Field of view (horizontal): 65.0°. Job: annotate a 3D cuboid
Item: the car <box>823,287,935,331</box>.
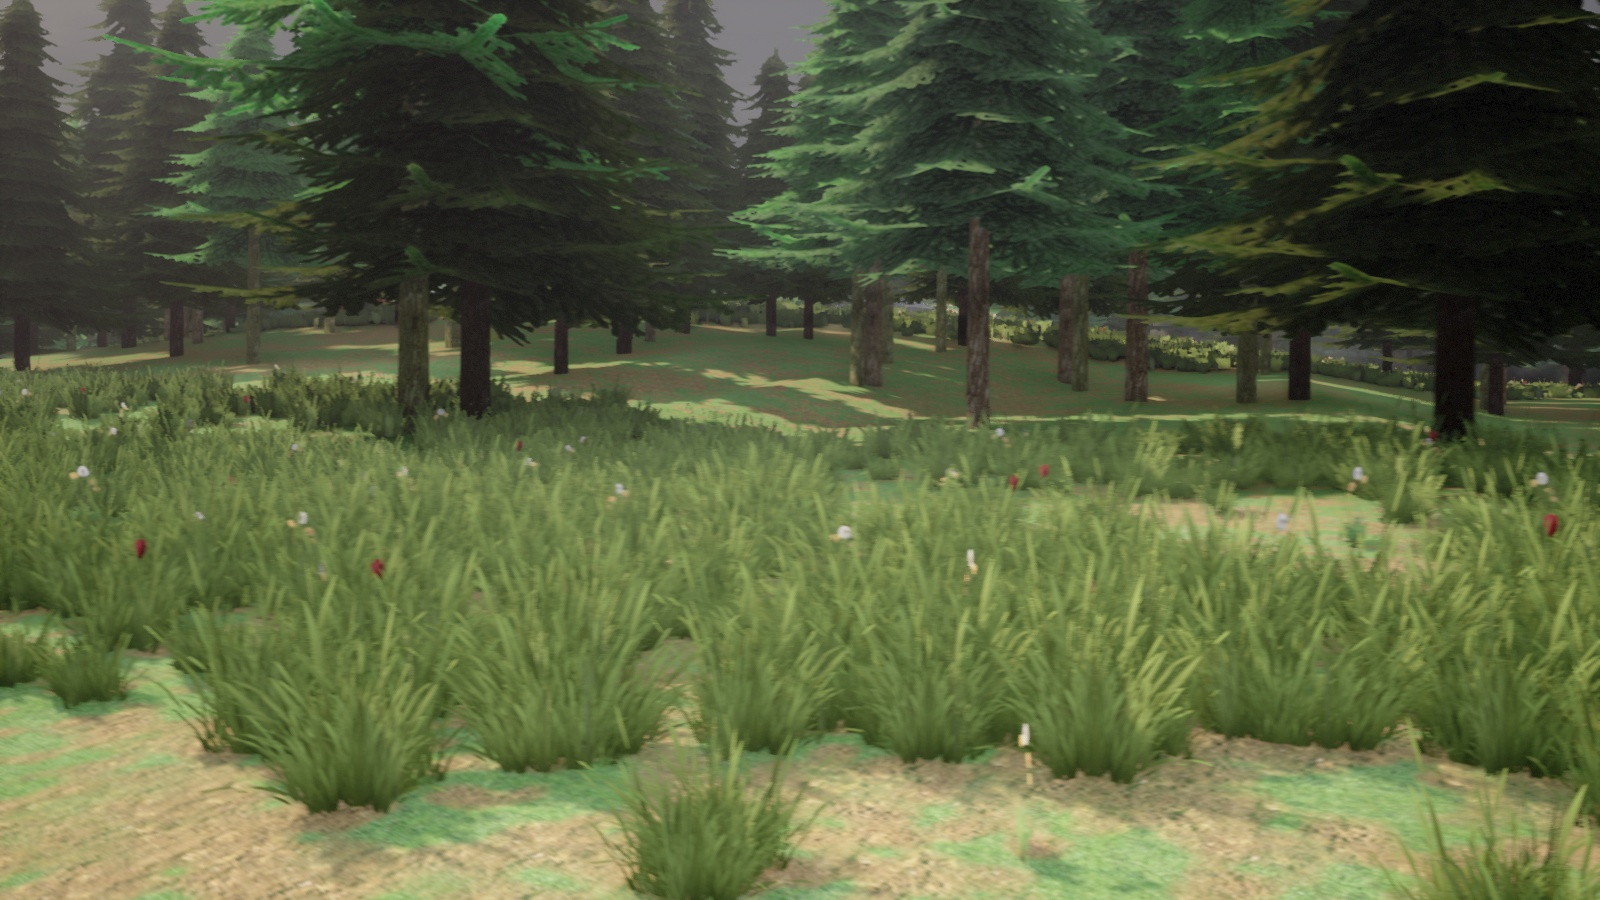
[{"bbox_3d":[3.566,-6.450,57.576,4.892,1.490,1.837,4,1,-1],"label":"car"}]
